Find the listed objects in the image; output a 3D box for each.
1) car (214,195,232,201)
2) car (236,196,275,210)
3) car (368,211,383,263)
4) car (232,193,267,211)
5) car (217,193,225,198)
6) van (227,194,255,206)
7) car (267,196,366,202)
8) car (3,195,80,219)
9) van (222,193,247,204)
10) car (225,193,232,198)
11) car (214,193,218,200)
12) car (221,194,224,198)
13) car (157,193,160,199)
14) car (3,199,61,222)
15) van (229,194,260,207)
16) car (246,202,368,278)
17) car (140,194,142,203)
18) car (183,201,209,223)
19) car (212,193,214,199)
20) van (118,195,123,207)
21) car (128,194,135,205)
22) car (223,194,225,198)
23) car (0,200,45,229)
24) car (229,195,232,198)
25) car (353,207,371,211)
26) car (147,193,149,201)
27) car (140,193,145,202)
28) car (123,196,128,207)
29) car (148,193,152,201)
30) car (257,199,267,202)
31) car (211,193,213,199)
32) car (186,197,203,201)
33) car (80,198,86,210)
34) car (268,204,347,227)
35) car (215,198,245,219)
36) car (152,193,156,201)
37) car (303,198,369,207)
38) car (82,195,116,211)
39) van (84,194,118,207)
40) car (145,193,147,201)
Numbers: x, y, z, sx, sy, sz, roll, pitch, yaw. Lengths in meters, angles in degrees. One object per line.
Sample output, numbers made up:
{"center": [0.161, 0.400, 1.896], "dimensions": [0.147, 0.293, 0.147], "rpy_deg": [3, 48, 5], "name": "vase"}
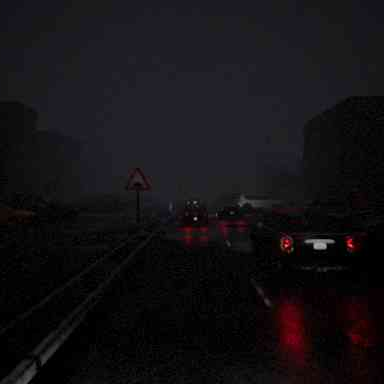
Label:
{"center": [8.208, 1.535, 88.883], "dimensions": [4.674, 1.452, 2.002], "rpy_deg": [0, 0, 0], "name": "car"}
{"center": [7.938, 1.378, 41.885], "dimensions": [4.553, 1.767, 2.185], "rpy_deg": [0, 0, 0], "name": "car"}
{"center": [7.710, 1.529, 11.672], "dimensions": [4.674, 1.452, 2.002], "rpy_deg": [0, 0, 0], "name": "car"}
{"center": [7.919, 1.255, 39.249], "dimensions": [5.566, 2.045, 2.435], "rpy_deg": [0, 0, 0], "name": "car"}
{"center": [7.848, 1.471, 61.313], "dimensions": [5.366, 1.575, 1.946], "rpy_deg": [0, 0, 0], "name": "car"}
{"center": [8.114, 1.255, 55.797], "dimensions": [4.442, 1.987, 1.878], "rpy_deg": [0, 0, 0], "name": "van"}
{"center": [7.738, 1.250, 19.946], "dimensions": [5.566, 2.045, 2.435], "rpy_deg": [0, 0, 0], "name": "car"}
{"center": [-12.404, 1.226, 26.663], "dimensions": [5.566, 2.045, 2.435], "rpy_deg": [0, 0, 0], "name": "car"}
{"center": [8.167, 1.245, 64.070], "dimensions": [4.442, 1.987, 1.878], "rpy_deg": [0, 0, 0], "name": "van"}
{"center": [7.972, 1.244, 47.524], "dimensions": [5.566, 2.045, 2.435], "rpy_deg": [0, 0, 0], "name": "car"}
{"center": [8.132, 1.218, 72.341], "dimensions": [5.566, 2.045, 2.435], "rpy_deg": [0, 0, 0], "name": "car"}
{"center": [8.013, 1.517, 58.555], "dimensions": [4.674, 1.452, 2.002], "rpy_deg": [0, 0, 0], "name": "car"}
{"center": [-11.962, 1.226, 87.805], "dimensions": [5.566, 2.045, 2.435], "rpy_deg": [0, 0, 0], "name": "car"}
{"center": [-12.446, 1.479, 23.885], "dimensions": [4.892, 1.521, 2.231], "rpy_deg": [0, 0, 0], "name": "car"}
{"center": [7.845, 1.265, 50.283], "dimensions": [4.442, 1.987, 1.878], "rpy_deg": [0, 0, 0], "name": "van"}
{"center": [3.164, 1.359, 10.318], "dimensions": [2.097, 1.767, 4.553], "rpy_deg": [0, 0, 0], "name": "car"}
{"center": [-12.187, 1.449, 60.019], "dimensions": [5.008, 1.535, 2.097], "rpy_deg": [0, 0, 0], "name": "car"}
{"center": [0.256, 1.623, 25.875], "dimensions": [1.895, 1.301, 4.718], "rpy_deg": [0, 0, 0], "name": "car"}
{"center": [8.168, 1.483, 83.369], "dimensions": [4.892, 1.521, 2.231], "rpy_deg": [0, 0, 0], "name": "car"}
{"center": [-12.408, 1.239, 46.121], "dimensions": [4.442, 1.987, 1.878], "rpy_deg": [0, 0, 0], "name": "van"}
{"center": [-12.066, 1.456, 51.678], "dimensions": [5.366, 1.575, 1.946], "rpy_deg": [0, 0, 0], "name": "car"}
{"center": [7.985, 1.486, 53.040], "dimensions": [5.008, 1.535, 2.097], "rpy_deg": [0, 0, 0], "name": "car"}
{"center": [-12.478, 1.478, 21.105], "dimensions": [5.008, 1.535, 2.097], "rpy_deg": [0, 0, 0], "name": "car"}
{"center": [7.920, 1.500, 44.642], "dimensions": [5.008, 1.535, 2.097], "rpy_deg": [0, 0, 0], "name": "car"}
{"center": [7.729, 1.534, 14.561], "dimensions": [4.674, 1.452, 2.002], "rpy_deg": [0, 0, 0], "name": "car"}
{"center": [-12.108, 1.487, 71.133], "dimensions": [4.674, 1.452, 2.002], "rpy_deg": [0, 0, 0], "name": "car"}
{"center": [-12.120, 1.320, 65.573], "dimensions": [4.553, 1.767, 2.185], "rpy_deg": [0, 0, 0], "name": "car"}
{"center": [-12.274, 1.502, 48.900], "dimensions": [4.674, 1.452, 2.002], "rpy_deg": [0, 0, 0], "name": "car"}
{"center": [-12.085, 1.450, 73.911], "dimensions": [4.892, 1.521, 2.231], "rpy_deg": [0, 0, 0], "name": "car"}
{"center": [7.773, 1.537, 25.462], "dimensions": [4.792, 1.488, 2.163], "rpy_deg": [0, 0, 0], "name": "car"}
{"center": [8.378, 1.485, 86.124], "dimensions": [5.366, 1.575, 1.946], "rpy_deg": [0, 0, 0], "name": "car"}
{"center": [0.369, 1.376, 42.409], "dimensions": [2.097, 1.767, 4.553], "rpy_deg": [0, 0, 0], "name": "car"}
{"center": [-12.383, 1.506, 29.444], "dimensions": [4.792, 1.488, 2.163], "rpy_deg": [0, 0, 0], "name": "car"}
{"center": [7.786, 1.545, 22.704], "dimensions": [4.674, 1.452, 2.002], "rpy_deg": [0, 0, 0], "name": "car"}
{"center": [3.289, 1.555, 29.619], "dimensions": [1.812, 1.442, 4.674], "rpy_deg": [0, 0, 1], "name": "car"}
{"center": [-12.022, 1.205, 79.470], "dimensions": [5.566, 2.045, 2.435], "rpy_deg": [0, 0, 0], "name": "car"}
{"center": [7.717, 1.373, 17.188], "dimensions": [4.553, 1.767, 2.185], "rpy_deg": [0, 0, 0], "name": "car"}
{"center": [-12.325, 1.471, 40.562], "dimensions": [4.892, 1.521, 2.231], "rpy_deg": [0, 0, 0], "name": "car"}
{"center": [-12.429, 1.242, 43.342], "dimensions": [4.442, 1.987, 1.878], "rpy_deg": [0, 0, 0], "name": "van"}
{"center": [-12.100, 1.320, 68.353], "dimensions": [4.553, 1.767, 2.185], "rpy_deg": [0, 0, 0], "name": "car"}
